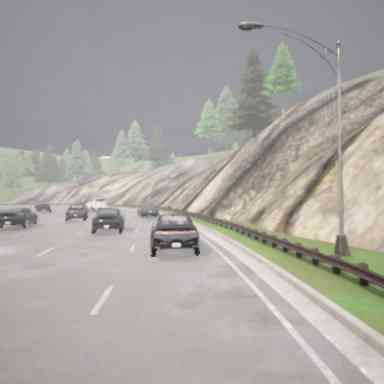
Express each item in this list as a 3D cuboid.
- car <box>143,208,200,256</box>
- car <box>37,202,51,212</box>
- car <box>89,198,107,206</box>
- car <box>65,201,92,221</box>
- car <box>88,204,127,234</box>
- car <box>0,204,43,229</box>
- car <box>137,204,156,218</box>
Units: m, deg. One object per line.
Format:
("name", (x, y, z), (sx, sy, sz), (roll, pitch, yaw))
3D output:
("car", (-0.799, 1.654, 13.962), (2.128, 1.511, 4.902), (0, 0, -6))
("car", (-22.848, 2.290, 50.742), (1.837, 1.490, 4.892), (1, -2, -32))
("car", (-14.724, 1.929, 51.211), (2.150, 2.045, 5.566), (0, -1, -31))
("car", (-11.142, 1.958, 32.283), (2.128, 1.511, 4.902), (0, -1, -16))
("car", (-5.376, 1.798, 21.740), (1.837, 1.490, 4.892), (0, -1, -9))
("car", (-13.098, 1.914, 25.274), (1.837, 1.490, 4.892), (0, -1, -11))
("car", (-4.869, 2.010, 36.310), (1.994, 1.385, 4.181), (0, -1, -15))
